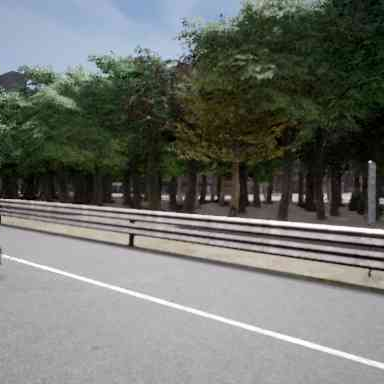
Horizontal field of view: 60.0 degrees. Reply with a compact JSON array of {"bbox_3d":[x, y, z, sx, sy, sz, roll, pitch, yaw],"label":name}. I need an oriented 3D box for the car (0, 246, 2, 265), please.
[{"bbox_3d":[-6.724,1.252,7.966,4.674,1.442,1.812,2,0,21],"label":"car"}]
